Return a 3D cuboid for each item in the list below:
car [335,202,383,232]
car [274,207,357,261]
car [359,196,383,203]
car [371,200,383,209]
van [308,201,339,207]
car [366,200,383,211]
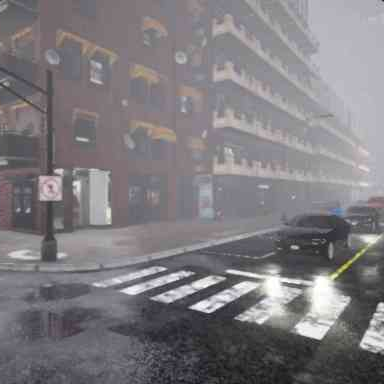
[{"bbox_3d":[10.877,1.632,21.458,1.837,1.490,4.892,-1,-1,35],"label":"car"},{"bbox_3d":[4.835,1.564,13.005,1.882,1.535,5.008,-1,-1,36],"label":"car"},{"bbox_3d":[16.960,1.392,29.968,2.150,2.045,5.566,-1,-1,35],"label":"car"},{"bbox_3d":[28.742,1.865,50.706,1.947,1.339,4.313,-1,-1,36],"label":"car"},{"bbox_3d":[9.311,1.496,23.512,1.690,1.788,3.998,-1,-1,36],"label":"van"},{"bbox_3d":[25.405,1.799,46.035,1.752,1.417,4.829,-1,-1,36],"label":"car"}]
